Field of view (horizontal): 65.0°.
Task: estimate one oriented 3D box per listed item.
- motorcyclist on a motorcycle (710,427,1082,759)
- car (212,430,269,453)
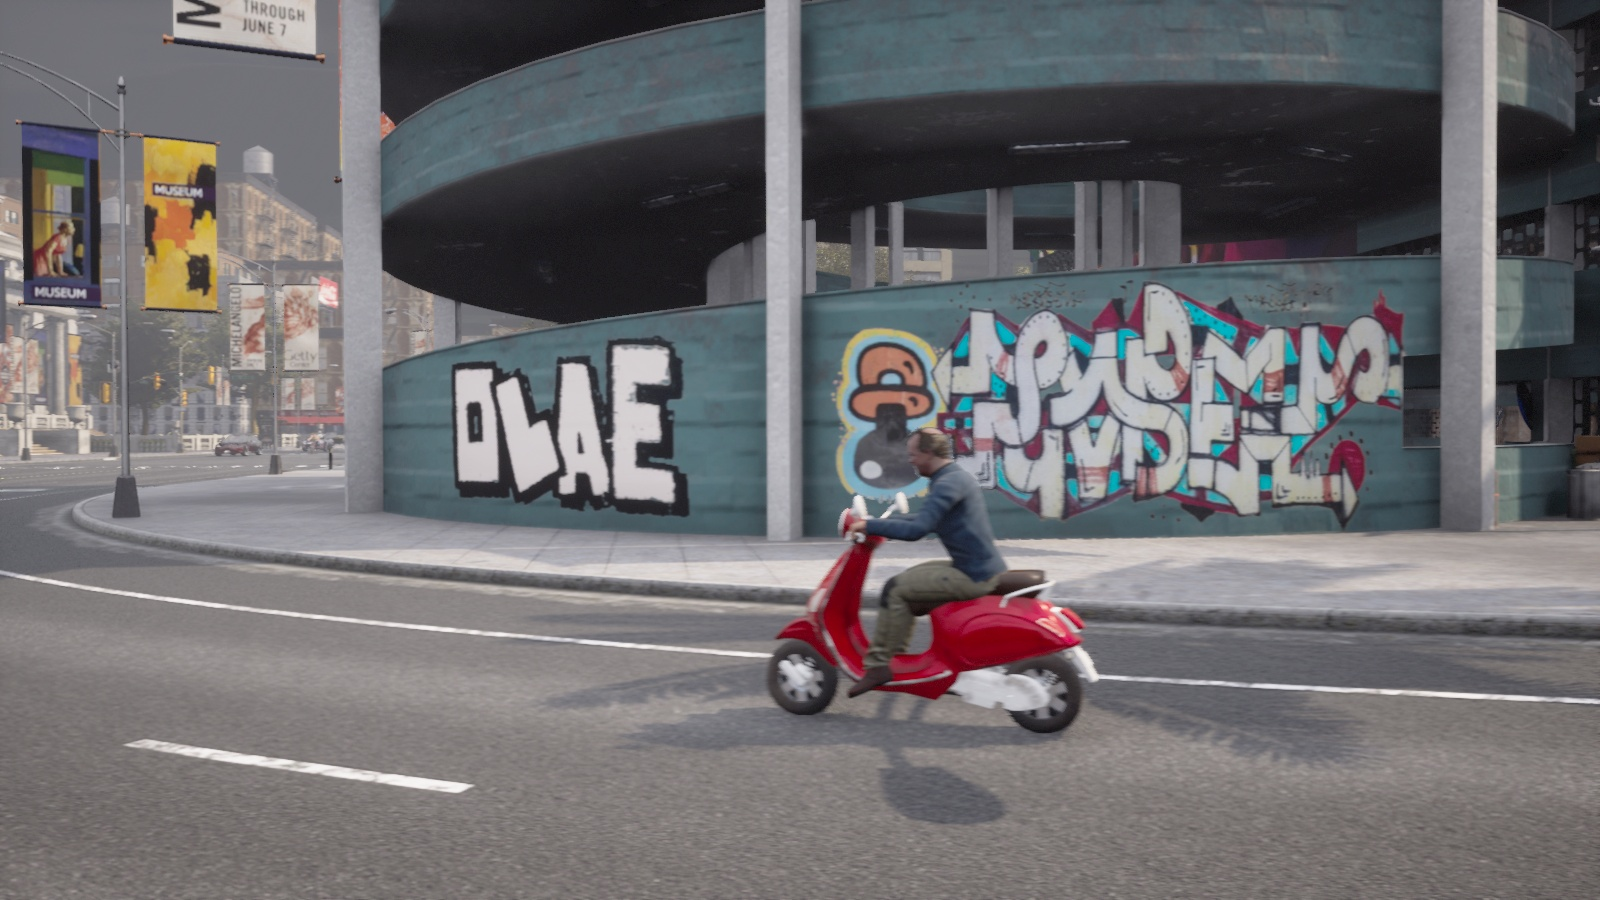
[{"bbox_3d":[0.531,0.682,6.738,1.817,1.590,0.866,1,0,19],"label":"motorcyclist on a motorcycle"},{"bbox_3d":[-38.071,-0.606,85.562,2.163,1.488,4.792,0,1,-6],"label":"car"}]
